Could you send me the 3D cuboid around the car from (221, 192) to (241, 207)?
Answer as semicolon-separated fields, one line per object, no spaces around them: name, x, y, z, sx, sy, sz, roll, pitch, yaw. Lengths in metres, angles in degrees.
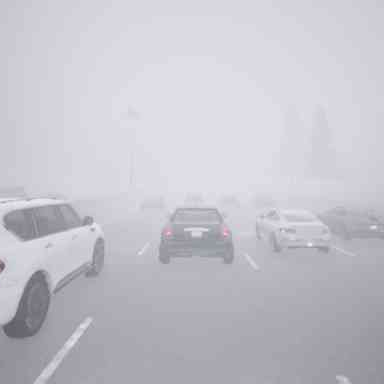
car;3.717;0.763;34.216;1.812;1.442;4.674;0;2;0

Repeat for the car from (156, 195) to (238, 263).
car;0.138;1.153;11.347;2.097;1.767;4.553;0;1;0

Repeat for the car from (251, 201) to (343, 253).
car;3.638;1.312;12.533;1.812;1.442;4.674;0;1;0

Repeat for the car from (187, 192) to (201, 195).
car;0.214;0.748;33.349;2.128;1.511;4.902;0;2;0

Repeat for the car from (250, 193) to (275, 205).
car;7.216;0.817;34.030;1.994;1.385;4.181;0;2;0

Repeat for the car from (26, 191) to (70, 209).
car;-13.977;0.732;32.693;2.128;1.511;4.902;0;2;0

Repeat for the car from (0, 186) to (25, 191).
car;-17.489;0.502;31.028;2.150;2.045;5.566;0;2;0

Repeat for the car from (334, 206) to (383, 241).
car;7.149;1.307;15.071;1.994;1.385;4.181;0;1;0

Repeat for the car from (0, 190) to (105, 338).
car;-3.382;1.106;6.528;2.150;2.045;5.566;0;1;0

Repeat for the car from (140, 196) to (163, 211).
car;-3.301;0.962;29.412;1.895;1.301;4.718;0;2;0
